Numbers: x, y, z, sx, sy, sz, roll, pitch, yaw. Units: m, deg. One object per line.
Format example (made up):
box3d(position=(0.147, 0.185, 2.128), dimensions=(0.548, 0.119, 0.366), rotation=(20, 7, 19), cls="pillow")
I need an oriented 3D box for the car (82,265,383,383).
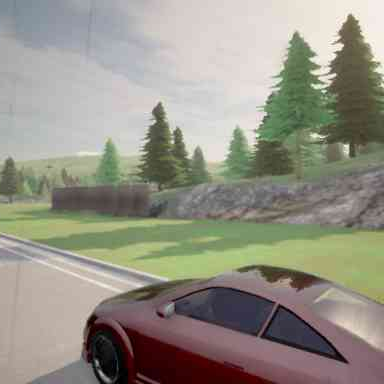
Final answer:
box3d(position=(0.591, 1.590, 3.841), dimensions=(4.181, 1.385, 1.994), rotation=(-1, -1, 38), cls="car")
